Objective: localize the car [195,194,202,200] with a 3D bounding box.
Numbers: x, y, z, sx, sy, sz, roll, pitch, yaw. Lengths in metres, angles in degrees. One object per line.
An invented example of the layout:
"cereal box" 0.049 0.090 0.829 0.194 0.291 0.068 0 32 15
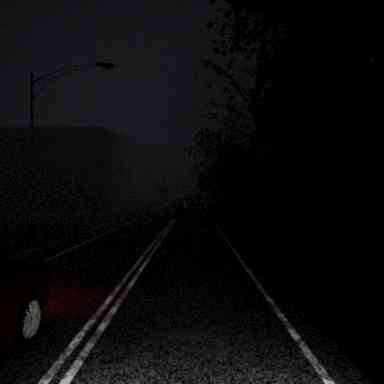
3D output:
"car" 1.849 1.371 92.063 2.033 1.411 5.357 0 0 2

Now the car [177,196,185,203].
"car" -2.064 1.531 71.151 1.882 1.535 5.008 0 0 2

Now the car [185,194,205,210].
"car" 0.539 1.321 44.840 2.150 2.045 5.566 0 0 1

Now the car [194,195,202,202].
"car" 1.527 1.556 81.646 2.033 1.411 5.357 0 0 2

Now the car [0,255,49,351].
"car" -3.345 1.483 3.581 1.882 1.535 5.008 0 0 0
